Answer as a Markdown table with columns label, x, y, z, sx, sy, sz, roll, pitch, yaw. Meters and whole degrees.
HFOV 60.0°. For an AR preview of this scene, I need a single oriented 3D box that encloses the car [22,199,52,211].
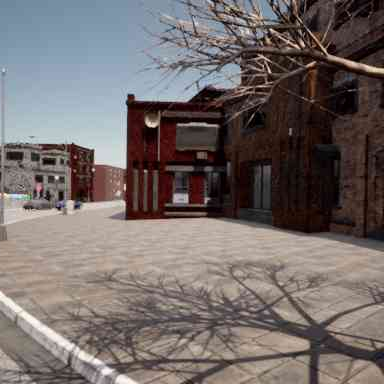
| label | x | y | z | sx | sy | sz | roll | pitch | yaw |
| --- | --- | --- | --- | --- | --- | --- | --- | --- | --- |
| car | -19.979 | 1.665 | 43.634 | 2.033 | 1.411 | 5.357 | 1 | 0 | 3 |

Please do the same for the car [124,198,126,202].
| label | x | y | z | sx | sy | sz | roll | pitch | yaw |
| --- | --- | --- | --- | --- | --- | --- | --- | --- | --- |
| car | -17.148 | 2.033 | 90.630 | 1.812 | 1.442 | 4.674 | 1 | -1 | 3 |

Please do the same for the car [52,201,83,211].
| label | x | y | z | sx | sy | sz | roll | pitch | yaw |
| --- | --- | --- | --- | --- | --- | --- | --- | --- | --- |
| car | -16.276 | 1.791 | 44.340 | 1.895 | 1.301 | 4.718 | 1 | 0 | 3 |
